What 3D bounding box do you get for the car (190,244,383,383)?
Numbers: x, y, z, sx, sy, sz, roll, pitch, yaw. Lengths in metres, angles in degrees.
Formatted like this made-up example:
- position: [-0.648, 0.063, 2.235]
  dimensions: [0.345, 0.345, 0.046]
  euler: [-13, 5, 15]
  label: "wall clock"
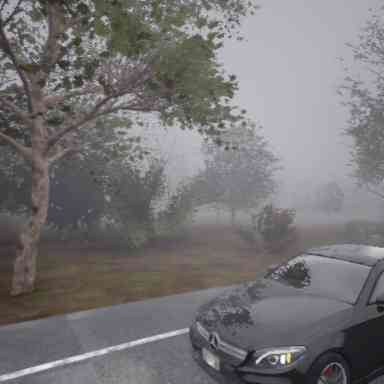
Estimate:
- position: [2.205, 1.545, 4.753]
  dimensions: [4.674, 1.442, 1.812]
  euler: [0, -1, -31]
  label: "car"
